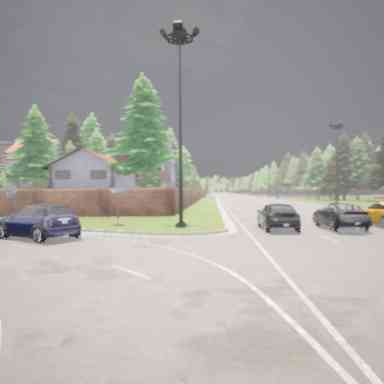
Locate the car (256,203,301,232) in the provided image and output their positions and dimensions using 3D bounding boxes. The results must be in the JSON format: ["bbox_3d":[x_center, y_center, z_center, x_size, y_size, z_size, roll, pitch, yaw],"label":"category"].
[{"bbox_3d":[4.962,1.431,19.402,1.837,1.490,4.892,-1,0,4],"label":"car"}]

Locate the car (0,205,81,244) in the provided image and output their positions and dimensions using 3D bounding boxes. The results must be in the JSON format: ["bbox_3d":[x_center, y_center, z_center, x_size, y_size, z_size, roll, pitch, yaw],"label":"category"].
[{"bbox_3d":[-7.570,1.399,16.291,4.553,1.767,2.097,0,0,33],"label":"car"}]

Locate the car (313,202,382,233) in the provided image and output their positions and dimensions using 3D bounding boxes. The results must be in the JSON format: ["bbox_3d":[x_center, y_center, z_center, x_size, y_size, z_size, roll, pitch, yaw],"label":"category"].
[{"bbox_3d":[8.448,1.386,19.086,2.128,1.511,4.902,-1,0,4],"label":"car"}]

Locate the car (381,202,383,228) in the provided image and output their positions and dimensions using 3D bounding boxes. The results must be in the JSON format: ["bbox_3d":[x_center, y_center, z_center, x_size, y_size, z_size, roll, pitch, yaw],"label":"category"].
[{"bbox_3d":[12.041,1.337,20.487,1.882,1.535,5.008,-1,0,4],"label":"car"}]
